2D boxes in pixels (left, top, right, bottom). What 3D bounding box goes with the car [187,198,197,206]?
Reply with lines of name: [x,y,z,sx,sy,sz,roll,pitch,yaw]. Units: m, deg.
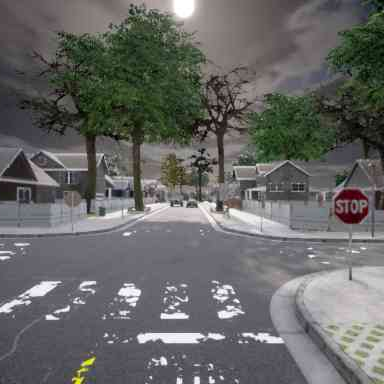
car: [0.008,1.968,66.023,1.837,1.490,4.892,0,-1,0]

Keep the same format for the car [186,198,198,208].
car: [0.008,1.865,55.985,1.812,1.442,4.674,0,-1,0]

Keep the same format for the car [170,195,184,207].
car: [-2.743,1.621,60.994,2.150,2.045,5.566,0,-1,0]
